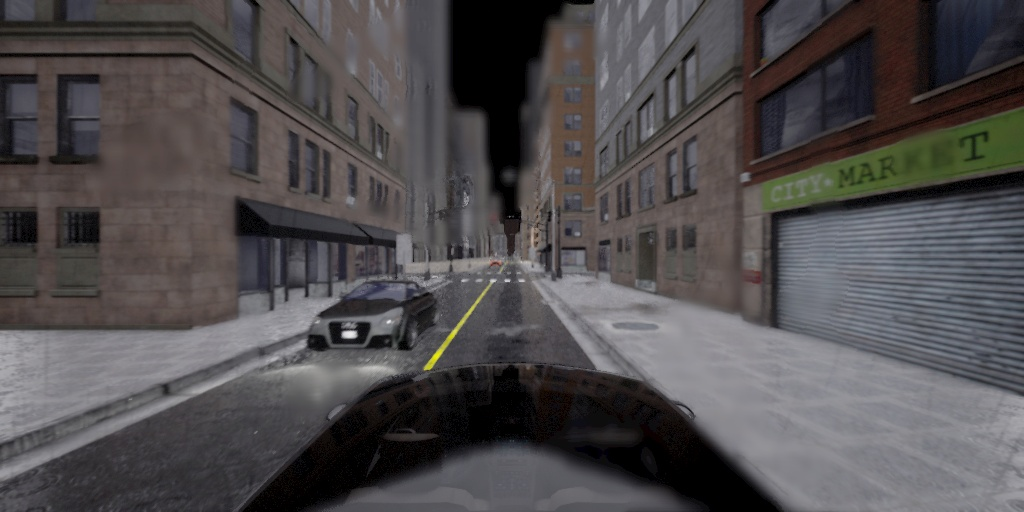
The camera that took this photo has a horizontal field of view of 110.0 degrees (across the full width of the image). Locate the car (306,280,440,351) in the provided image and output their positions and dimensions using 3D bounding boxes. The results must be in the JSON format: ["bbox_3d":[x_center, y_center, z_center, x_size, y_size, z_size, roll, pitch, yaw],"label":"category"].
[{"bbox_3d":[-3.092,1.303,8.809,1.994,1.385,4.181,0,0,0],"label":"car"}]
